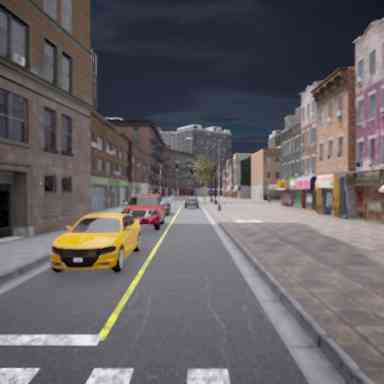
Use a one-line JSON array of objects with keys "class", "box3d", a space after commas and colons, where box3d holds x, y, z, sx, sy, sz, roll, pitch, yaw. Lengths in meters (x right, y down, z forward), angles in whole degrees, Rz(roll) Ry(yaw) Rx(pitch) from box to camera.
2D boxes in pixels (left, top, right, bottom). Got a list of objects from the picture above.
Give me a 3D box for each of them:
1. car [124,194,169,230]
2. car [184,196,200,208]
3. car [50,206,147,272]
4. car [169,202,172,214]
[{"class": "car", "box3d": [-2.909, 1.148, 20.885, 2.150, 2.045, 5.566, 0, 0, 0]}, {"class": "car", "box3d": [0.028, 1.340, 44.917, 2.128, 1.511, 4.902, 0, 0, 2]}, {"class": "car", "box3d": [-2.876, 1.439, 10.905, 1.882, 1.535, 5.008, 0, 0, 0]}, {"class": "car", "box3d": [-2.928, 1.384, 31.231, 2.128, 1.511, 4.902, 0, 0, 0]}]
